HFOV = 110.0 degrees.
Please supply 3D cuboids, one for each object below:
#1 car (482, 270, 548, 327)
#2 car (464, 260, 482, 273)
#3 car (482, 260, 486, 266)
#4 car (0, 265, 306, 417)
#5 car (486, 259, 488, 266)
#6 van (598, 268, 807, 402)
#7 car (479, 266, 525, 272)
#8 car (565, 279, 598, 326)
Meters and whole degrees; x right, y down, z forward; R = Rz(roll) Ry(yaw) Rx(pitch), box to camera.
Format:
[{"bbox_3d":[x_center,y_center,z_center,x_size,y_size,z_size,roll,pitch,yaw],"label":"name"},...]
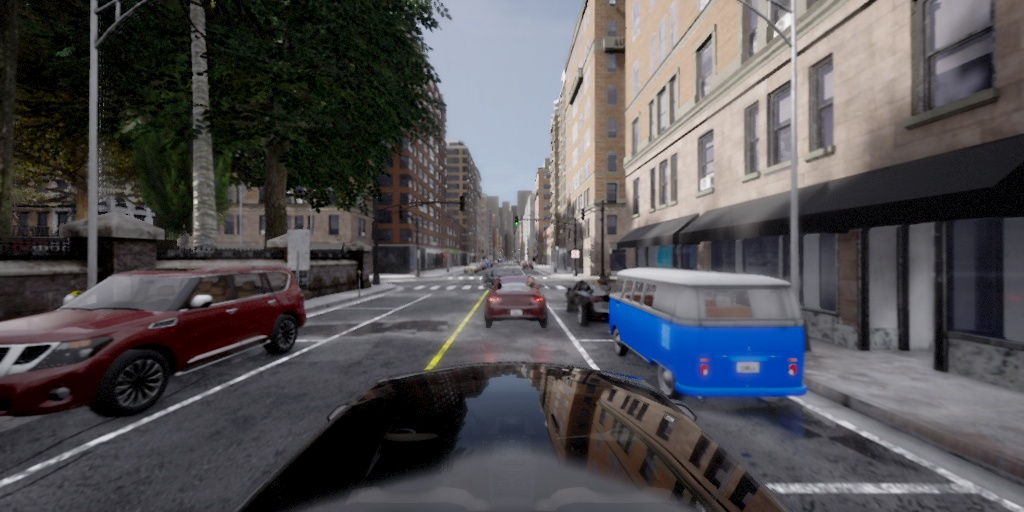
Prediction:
[{"bbox_3d":[0.117,1.354,11.791,1.812,1.442,4.674,0,0,0],"label":"car"},{"bbox_3d":[-5.609,1.636,49.677,1.751,1.417,4.829,0,0,0],"label":"car"},{"bbox_3d":[-5.602,1.704,55.297,2.007,1.370,4.403,0,0,0],"label":"car"},{"bbox_3d":[-5.663,1.099,6.159,2.192,1.841,5.009,0,0,0],"label":"car"},{"bbox_3d":[-5.595,1.742,60.748,1.888,1.381,4.507,0,0,0],"label":"car"},{"bbox_3d":[2.862,1.126,6.189,1.690,1.789,3.998,0,0,0],"label":"van"},{"bbox_3d":[-0.764,1.513,22.945,1.895,1.301,4.718,0,0,-11],"label":"car"},{"bbox_3d":[2.869,1.395,11.849,1.948,1.339,4.313,0,0,0],"label":"car"}]
